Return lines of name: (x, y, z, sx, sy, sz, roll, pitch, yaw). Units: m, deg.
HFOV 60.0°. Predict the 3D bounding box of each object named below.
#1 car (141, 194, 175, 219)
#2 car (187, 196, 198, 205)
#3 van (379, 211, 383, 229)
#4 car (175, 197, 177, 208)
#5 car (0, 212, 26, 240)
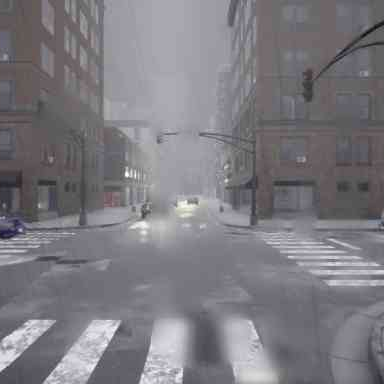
car: (-3.075, 1.236, 29.788, 2.150, 2.045, 5.566, 0, 0, 2)
car: (0.126, 1.517, 60.376, 2.128, 1.511, 4.902, 0, 0, 0)
van: (12.062, 1.358, 17.401, 3.998, 1.788, 1.690, 0, 0, 0)
car: (-3.087, 1.545, 39.461, 1.812, 1.442, 4.674, 0, 0, 0)
car: (-9.901, 1.524, 14.797, 4.674, 1.442, 1.812, 0, 0, 0)
